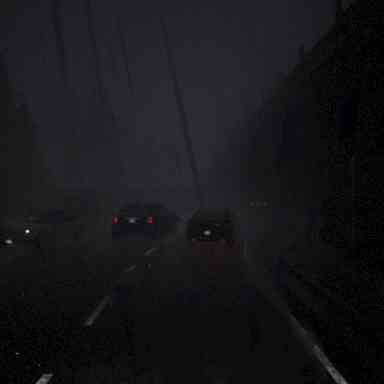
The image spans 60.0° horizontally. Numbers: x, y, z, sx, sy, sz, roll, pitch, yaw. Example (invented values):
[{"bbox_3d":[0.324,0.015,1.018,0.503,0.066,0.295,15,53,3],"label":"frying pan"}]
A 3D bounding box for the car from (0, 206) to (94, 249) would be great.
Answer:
[{"bbox_3d":[-6.385,1.522,14.465,1.895,1.301,4.718,0,0,10],"label":"car"}]

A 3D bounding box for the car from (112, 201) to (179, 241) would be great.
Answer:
[{"bbox_3d":[-2.107,1.261,16.364,2.097,1.767,4.553,0,0,13],"label":"car"}]

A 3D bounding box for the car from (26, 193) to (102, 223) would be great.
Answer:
[{"bbox_3d":[-8.113,1.104,21.474,2.150,2.045,5.566,0,0,20],"label":"car"}]

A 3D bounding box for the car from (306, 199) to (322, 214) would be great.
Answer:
[{"bbox_3d":[12.818,1.390,31.771,4.181,1.385,1.994,0,0,-35],"label":"car"}]

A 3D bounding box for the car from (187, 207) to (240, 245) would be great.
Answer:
[{"bbox_3d":[1.088,1.394,15.147,1.882,1.535,5.008,0,0,11],"label":"car"}]

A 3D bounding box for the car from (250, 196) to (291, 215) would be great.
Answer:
[{"bbox_3d":[7.630,1.176,32.120,4.553,1.767,2.097,0,1,-43],"label":"car"}]
